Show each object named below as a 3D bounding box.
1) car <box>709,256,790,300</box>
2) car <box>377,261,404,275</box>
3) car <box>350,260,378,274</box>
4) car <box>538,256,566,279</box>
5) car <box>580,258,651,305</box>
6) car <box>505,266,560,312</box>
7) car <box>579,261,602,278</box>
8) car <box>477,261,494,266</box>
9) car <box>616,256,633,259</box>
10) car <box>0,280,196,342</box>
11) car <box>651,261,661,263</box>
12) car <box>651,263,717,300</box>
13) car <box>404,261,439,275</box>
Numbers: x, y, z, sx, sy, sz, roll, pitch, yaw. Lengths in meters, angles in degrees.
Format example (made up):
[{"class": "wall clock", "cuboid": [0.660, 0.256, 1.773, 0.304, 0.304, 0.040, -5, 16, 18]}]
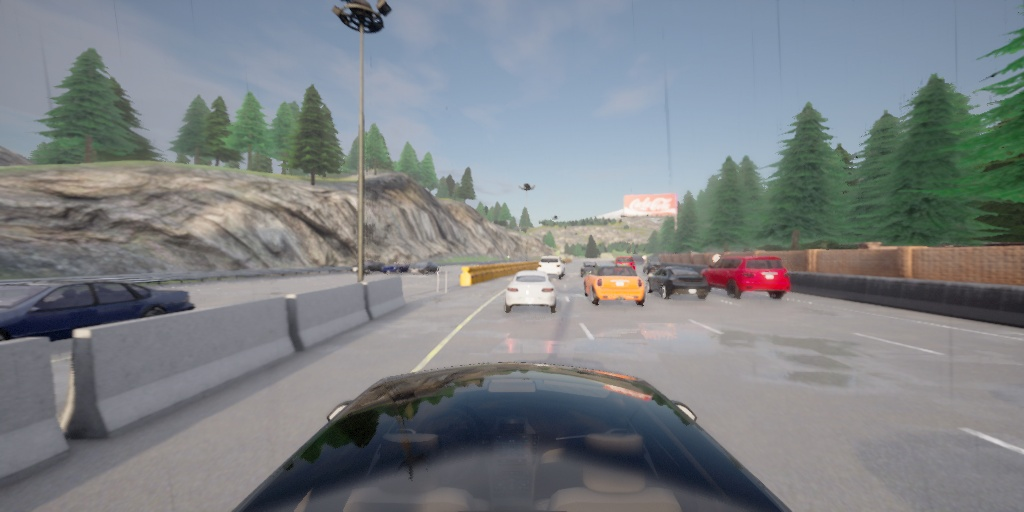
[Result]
[{"class": "car", "cuboid": [11.771, 1.034, 18.588, 2.150, 2.045, 5.566, 0, 0, 7]}, {"class": "car", "cuboid": [-12.844, 1.385, 40.739, 1.895, 1.301, 4.718, 0, 0, 12]}, {"class": "car", "cuboid": [-16.363, 1.266, 40.955, 2.128, 1.511, 4.902, 0, 0, 12]}, {"class": "car", "cuboid": [3.793, 1.040, 33.919, 2.150, 2.045, 5.566, 0, 0, 12]}, {"class": "car", "cuboid": [4.523, 1.141, 16.426, 2.097, 1.767, 4.553, 0, 0, 6]}, {"class": "car", "cuboid": [0.785, 1.300, 14.272, 1.812, 1.442, 4.674, 0, 0, 5]}, {"class": "car", "cuboid": [7.921, 1.325, 36.338, 2.128, 1.511, 4.902, 0, 0, 12]}, {"class": "car", "cuboid": [-3.541, 1.391, 49.929, 1.994, 1.385, 4.181, 0, 0, 13]}, {"class": "car", "cuboid": [11.989, 1.071, 38.564, 2.150, 2.045, 5.566, 0, 0, 13]}, {"class": "car", "cuboid": [-10.386, 1.280, 8.191, 2.033, 1.411, 5.357, 0, 0, 3]}, {"class": "car", "cuboid": [16.153, 1.369, 41.037, 1.837, 1.490, 4.892, 0, 0, 13]}, {"class": "car", "cuboid": [8.229, 1.307, 18.228, 1.837, 1.490, 4.892, 0, 0, 6]}, {"class": "car", "cuboid": [-9.591, 1.316, 39.214, 1.812, 1.442, 4.674, 0, 0, 12]}]
